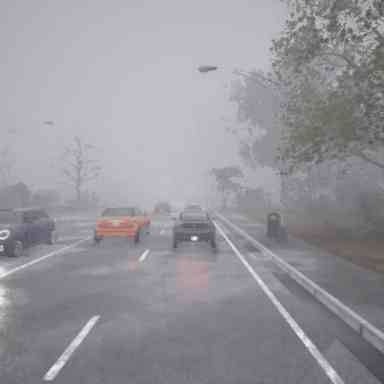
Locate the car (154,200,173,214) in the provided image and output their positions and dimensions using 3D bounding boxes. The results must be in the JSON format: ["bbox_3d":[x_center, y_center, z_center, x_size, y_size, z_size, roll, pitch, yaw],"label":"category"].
[{"bbox_3d":[-3.407,1.764,39.592,1.837,1.490,4.892,0,0,0],"label":"car"}]

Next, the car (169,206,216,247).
[{"bbox_3d":[0.096,1.606,15.641,1.837,1.490,4.892,0,0,0],"label":"car"}]

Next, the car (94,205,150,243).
[{"bbox_3d":[-3.403,1.462,16.989,2.097,1.767,4.553,0,0,0],"label":"car"}]

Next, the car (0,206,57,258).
[{"bbox_3d":[-7.102,1.435,13.036,2.097,1.767,4.553,0,0,0],"label":"car"}]

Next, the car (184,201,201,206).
[{"bbox_3d":[0.080,1.768,37.007,1.812,1.442,4.674,0,0,0],"label":"car"}]
